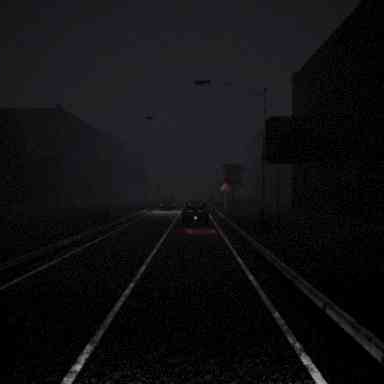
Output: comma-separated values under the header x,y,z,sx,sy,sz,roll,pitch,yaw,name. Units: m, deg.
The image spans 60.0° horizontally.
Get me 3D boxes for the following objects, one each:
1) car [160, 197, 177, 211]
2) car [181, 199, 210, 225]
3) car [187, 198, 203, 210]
x,y,z,sx,sy,sz,roll,pitch,yaw,name
-2.837,1.394,40.629,1.882,1.535,5.008,0,0,1,car
0.248,1.467,24.045,2.128,1.511,4.902,0,0,0,car
0.358,1.511,41.806,1.895,1.301,4.718,0,0,0,car
